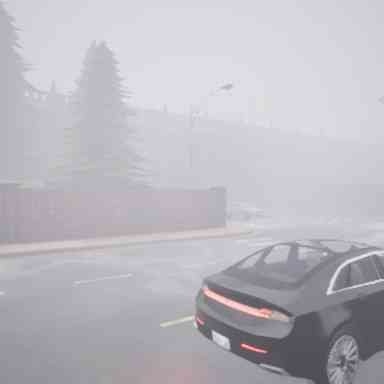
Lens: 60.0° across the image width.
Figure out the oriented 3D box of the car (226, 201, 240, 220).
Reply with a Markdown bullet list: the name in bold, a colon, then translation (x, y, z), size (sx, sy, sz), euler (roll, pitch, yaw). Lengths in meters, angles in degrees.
- **car**: translation (1.660, 1.730, 29.173), size (1.895, 1.301, 4.718), euler (0, 0, -34)

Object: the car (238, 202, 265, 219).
- **car**: translation (4.659, 1.674, 31.024), size (1.812, 1.442, 4.674), euler (0, 0, -35)

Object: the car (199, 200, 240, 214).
- **car**: translation (3.203, 1.709, 39.763), size (2.033, 1.411, 5.357), euler (0, 0, -34)

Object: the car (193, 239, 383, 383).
- **car**: translation (2.324, 1.514, 5.246), size (4.902, 1.511, 2.128), euler (0, 0, -35)
